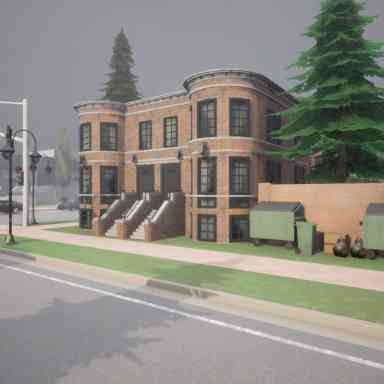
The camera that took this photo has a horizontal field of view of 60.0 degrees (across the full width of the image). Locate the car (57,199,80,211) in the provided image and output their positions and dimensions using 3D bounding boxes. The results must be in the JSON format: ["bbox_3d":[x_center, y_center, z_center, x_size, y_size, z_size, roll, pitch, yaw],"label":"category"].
[{"bbox_3d":[-14.466,1.564,41.117,1.994,1.385,4.181,0,0,32],"label":"car"}]

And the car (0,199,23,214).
[{"bbox_3d":[-19.580,1.505,33.504,1.837,1.490,4.892,0,0,35],"label":"car"}]
